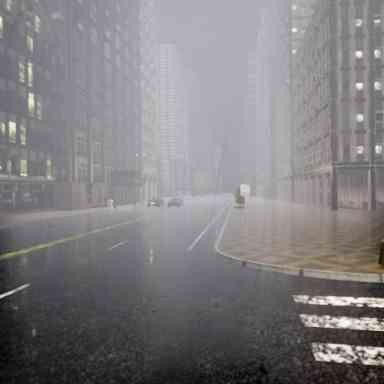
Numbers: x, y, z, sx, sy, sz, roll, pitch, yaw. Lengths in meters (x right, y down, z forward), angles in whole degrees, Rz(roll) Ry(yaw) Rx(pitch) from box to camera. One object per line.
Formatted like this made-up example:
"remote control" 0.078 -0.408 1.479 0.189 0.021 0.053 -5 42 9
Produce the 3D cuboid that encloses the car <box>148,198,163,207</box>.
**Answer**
"car" -5.867 1.670 54.402 2.128 1.511 4.902 -1 0 8

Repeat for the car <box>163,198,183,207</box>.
"car" -2.647 1.679 53.956 2.033 1.411 5.357 -1 0 8
